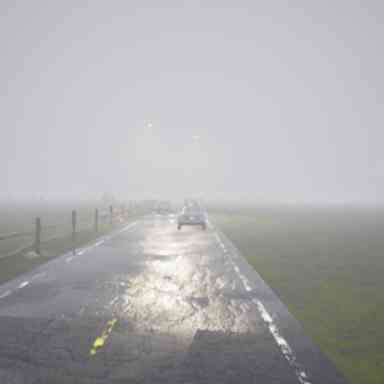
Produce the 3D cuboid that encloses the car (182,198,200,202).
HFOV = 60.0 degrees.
[{"bbox_3d":[-0.148,1.499,39.459,2.097,1.767,4.553,0,0,0],"label":"car"}]

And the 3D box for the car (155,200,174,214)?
[{"bbox_3d":[-2.970,1.652,37.006,1.837,1.490,4.892,0,0,0],"label":"car"}]

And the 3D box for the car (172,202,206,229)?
[{"bbox_3d":[-0.032,1.634,22.401,2.033,1.411,5.357,0,0,0],"label":"car"}]
